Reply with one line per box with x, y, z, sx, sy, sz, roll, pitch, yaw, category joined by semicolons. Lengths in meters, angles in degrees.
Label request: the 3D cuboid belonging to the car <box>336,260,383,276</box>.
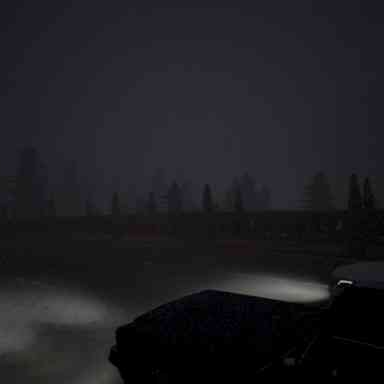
4.605;1.519;5.003;4.674;1.442;1.812;0;0;36;car

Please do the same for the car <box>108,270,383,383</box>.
1.445;1.605;2.964;4.718;1.301;1.895;-1;0;35;car
